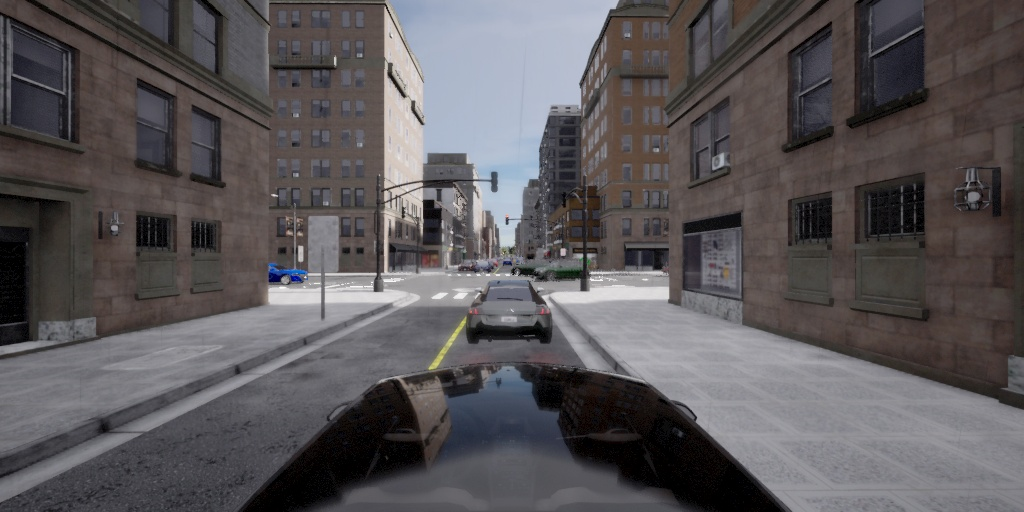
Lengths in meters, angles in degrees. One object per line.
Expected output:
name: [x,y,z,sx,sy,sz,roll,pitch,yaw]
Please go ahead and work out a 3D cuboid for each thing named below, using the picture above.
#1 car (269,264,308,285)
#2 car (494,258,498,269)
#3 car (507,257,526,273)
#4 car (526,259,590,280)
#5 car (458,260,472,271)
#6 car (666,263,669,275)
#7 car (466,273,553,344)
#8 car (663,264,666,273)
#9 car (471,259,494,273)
car: [-17.583,1.291,26.197,5.008,1.535,1.882,0,0,1]
car: [-3.633,1.356,55.093,2.033,1.411,5.357,0,0,-1]
car: [2.239,1.123,35.306,4.553,1.767,2.097,0,-1,29]
car: [3.853,1.089,28.561,4.553,1.767,2.097,0,0,-20]
car: [-6.124,1.236,48.620,1.967,1.591,4.097,0,0,0]
car: [15.703,1.252,30.096,4.181,1.385,1.994,0,0,-1]
car: [-0.070,1.315,9.614,1.994,1.385,4.181,0,0,0]
car: [17.040,0.912,33.359,5.566,2.045,2.150,0,0,-1]
car: [-3.574,1.315,44.668,1.812,1.442,4.674,0,0,1]
